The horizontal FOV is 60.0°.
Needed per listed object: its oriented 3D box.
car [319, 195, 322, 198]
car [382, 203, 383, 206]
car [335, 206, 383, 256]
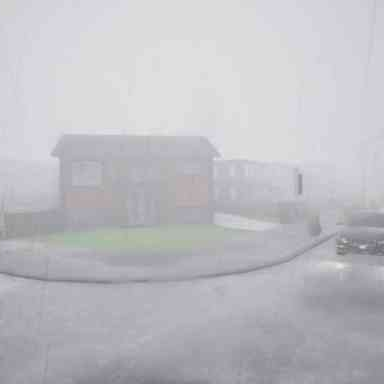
[{"bbox_3d":[20.259,1.209,56.348,3.633,1.501,1.845,-1,-1,34],"label":"car"},{"bbox_3d":[15.461,1.400,25.459,1.882,1.535,5.008,-1,0,34],"label":"car"},{"bbox_3d":[6.750,1.482,12.548,1.837,1.490,4.892,-1,0,34],"label":"car"}]
